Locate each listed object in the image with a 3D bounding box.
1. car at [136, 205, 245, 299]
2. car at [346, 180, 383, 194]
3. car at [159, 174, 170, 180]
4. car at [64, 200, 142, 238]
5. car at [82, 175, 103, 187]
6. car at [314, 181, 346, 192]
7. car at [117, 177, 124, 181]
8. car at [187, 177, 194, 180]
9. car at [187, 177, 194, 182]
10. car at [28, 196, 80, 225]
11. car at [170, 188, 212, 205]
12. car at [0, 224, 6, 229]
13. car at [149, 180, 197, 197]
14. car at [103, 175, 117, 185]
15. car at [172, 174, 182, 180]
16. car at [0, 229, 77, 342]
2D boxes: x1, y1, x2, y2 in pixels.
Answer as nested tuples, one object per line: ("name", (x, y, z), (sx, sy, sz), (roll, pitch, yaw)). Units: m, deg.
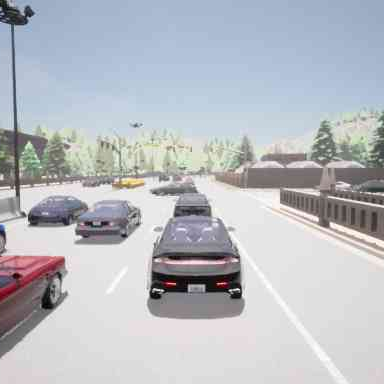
("car", (0.067, 1.327, 8.043), (2.128, 1.511, 4.902), (0, 2, 0))
("car", (20.900, -0.573, 38.541), (4.553, 1.767, 2.097), (0, 3, 2))
("car", (-7.441, -3.616, 86.986), (2.150, 2.045, 5.566), (0, 3, 0))
("car", (-3.466, 1.049, 14.626), (2.033, 1.411, 5.357), (0, 3, 0))
("car", (-17.858, -1.795, 58.963), (2.097, 1.767, 4.553), (0, 3, 0))
("car", (17.865, -0.614, 42.146), (4.674, 1.442, 1.812), (0, 3, 2))
("car", (-17.912, -2.970, 81.448), (1.812, 1.442, 4.674), (0, 3, 0))
("car", (-0.327, -1.449, 56.072), (1.812, 1.442, 4.674), (0, 4, 1))
("car", (-0.458, -3.436, 90.372), (1.895, 1.301, 4.718), (0, 3, 0))
("car", (-6.981, 0.878, 17.804), (1.994, 1.385, 4.181), (0, 3, 0))
("car", (0.024, 0.814, 17.465), (1.882, 1.535, 5.008), (0, 3, -1))
("car", (-6.937, 1.282, 8.831), (1.882, 1.535, 5.008), (0, 2, 0))
("car", (-2.050, -0.286, 37.032), (5.357, 1.411, 2.033), (-1, 4, -18))
("car", (-17.850, -2.555, 69.531), (2.150, 2.045, 5.566), (0, 3, 0))
("car", (-3.941, -3.618, 87.004), (2.150, 2.045, 5.566), (0, 3, 0))
("car", (-3.419, 1.539, 4.612), (1.895, 1.301, 4.718), (0, 1, 0))
